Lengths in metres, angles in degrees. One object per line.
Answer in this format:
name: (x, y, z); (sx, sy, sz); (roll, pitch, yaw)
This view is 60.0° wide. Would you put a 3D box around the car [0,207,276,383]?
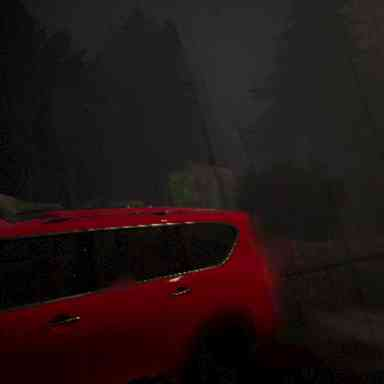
car: (-1.528, 1.222, 3.506); (5.566, 2.045, 2.150); (0, 0, -35)
